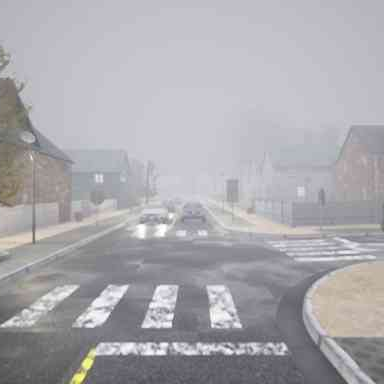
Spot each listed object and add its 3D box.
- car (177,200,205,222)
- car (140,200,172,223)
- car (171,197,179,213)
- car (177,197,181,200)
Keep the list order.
[{"bbox_3d":[0.103,1.565,26.641,2.033,1.411,5.357,0,0,0],"label":"car"},{"bbox_3d":[-2.844,1.543,25.717,1.812,1.442,4.674,0,0,0],"label":"car"},{"bbox_3d":[-2.840,1.588,36.651,1.994,1.385,4.181,0,0,0],"label":"car"},{"bbox_3d":[-2.762,1.586,58.669,2.033,1.411,5.357,0,0,1],"label":"car"}]
